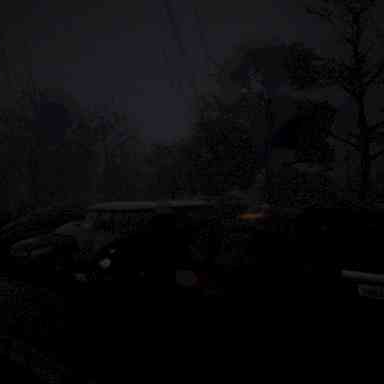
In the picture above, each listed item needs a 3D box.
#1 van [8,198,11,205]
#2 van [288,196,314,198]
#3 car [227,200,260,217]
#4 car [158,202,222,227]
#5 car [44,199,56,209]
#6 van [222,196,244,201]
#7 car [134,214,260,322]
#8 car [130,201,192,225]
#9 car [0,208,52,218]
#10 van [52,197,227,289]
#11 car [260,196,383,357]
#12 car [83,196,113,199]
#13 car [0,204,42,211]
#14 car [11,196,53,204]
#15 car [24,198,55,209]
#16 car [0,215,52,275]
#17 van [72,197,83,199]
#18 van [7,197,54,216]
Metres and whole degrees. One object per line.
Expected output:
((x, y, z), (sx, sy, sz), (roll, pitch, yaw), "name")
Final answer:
((-12.234, 1.365, 17.141), (1.878, 1.987, 4.442), (-1, 0, 36), "van")
((6.661, 1.234, 19.422), (1.878, 1.987, 4.442), (-1, 0, 36), "van")
((4.372, 1.483, 20.976), (1.946, 1.575, 5.366), (-1, 0, 36), "car")
((-0.031, 1.538, 24.345), (2.231, 1.521, 4.892), (-1, 0, 36), "car")
((-11.299, 1.666, 32.401), (2.231, 1.521, 4.892), (-1, 0, 36), "car")
((2.292, 1.286, 22.835), (1.878, 1.987, 4.442), (-1, 0, 36), "van")
((1.271, 1.466, 7.376), (2.163, 1.488, 4.792), (0, 0, 36), "car")
((-2.284, 1.563, 25.957), (2.097, 1.535, 5.008), (-1, 0, 36), "car")
((-5.544, 1.543, 12.177), (2.163, 1.488, 4.792), (-1, 0, 36), "car")
((-1.079, 1.236, 8.877), (1.878, 1.987, 4.442), (-1, 0, 36), "van")
((3.509, 1.175, 5.775), (2.435, 2.045, 5.566), (0, 0, 36), "car")
((-6.808, 1.488, 29.159), (2.185, 1.767, 4.553), (-1, 0, 36), "car")
((-10.038, 1.565, 15.435), (2.097, 1.535, 5.008), (-1, 0, 36), "car")
((-15.784, 1.473, 35.651), (2.435, 2.045, 5.566), (-1, -1, 36), "car")
((-13.653, 1.690, 33.866), (1.946, 1.575, 5.366), (-1, 0, 36), "car")
((-3.265, 1.528, 10.588), (2.002, 1.452, 4.674), (-1, 0, 36), "car")
((-8.975, 1.414, 30.891), (1.878, 1.987, 4.442), (-1, 0, 36), "van")
((-18.084, 1.542, 37.406), (1.878, 1.987, 4.442), (-1, -1, 36), "van")
